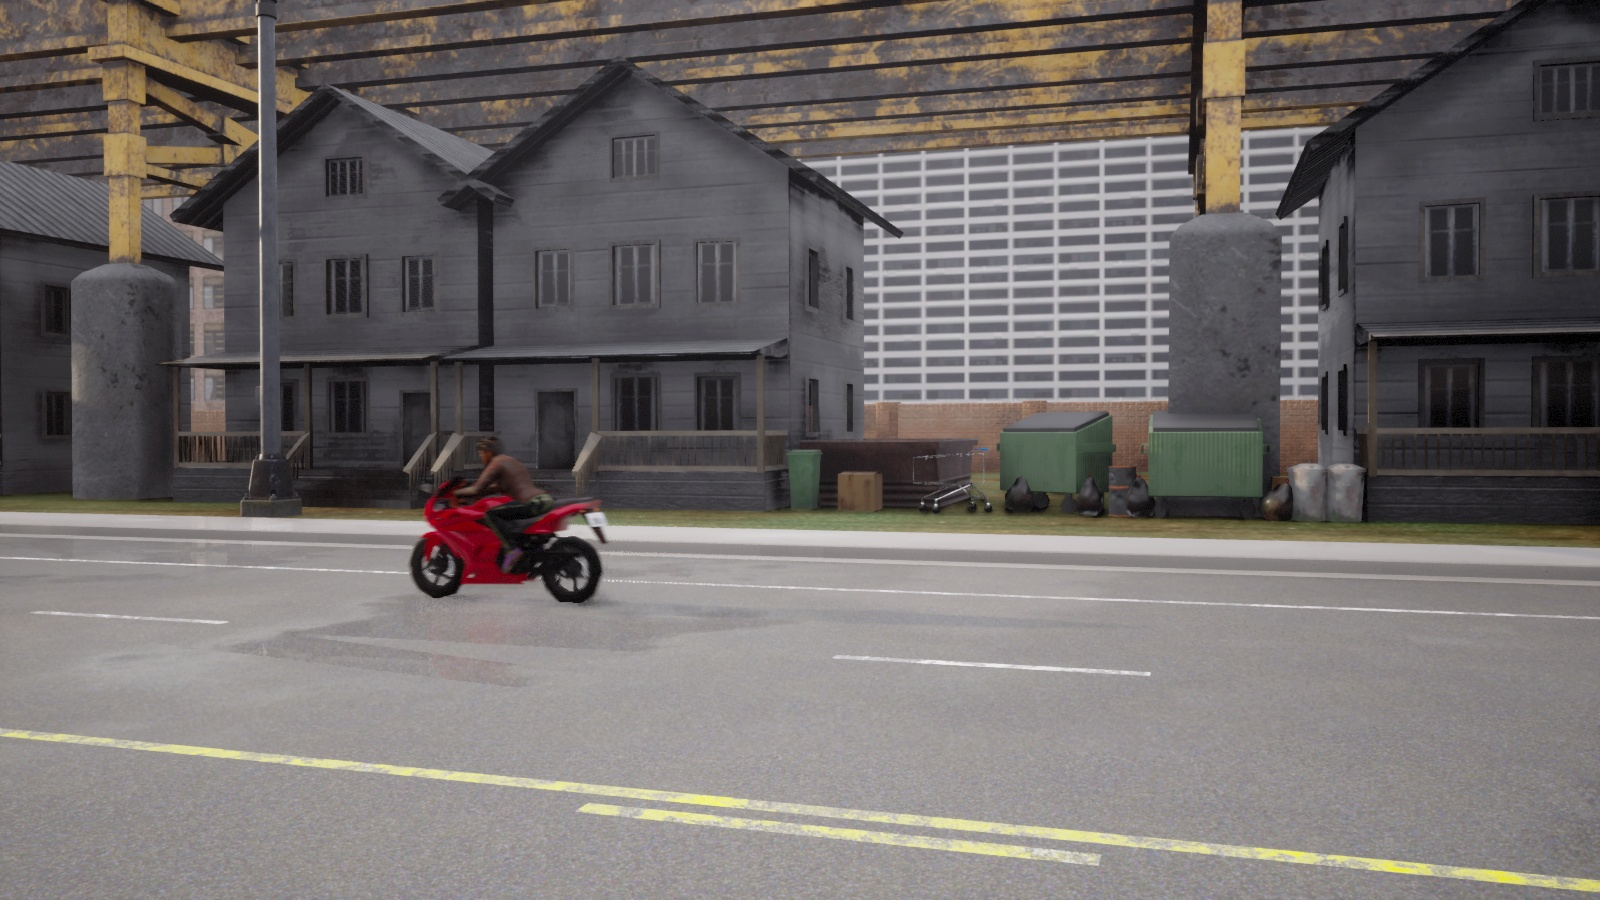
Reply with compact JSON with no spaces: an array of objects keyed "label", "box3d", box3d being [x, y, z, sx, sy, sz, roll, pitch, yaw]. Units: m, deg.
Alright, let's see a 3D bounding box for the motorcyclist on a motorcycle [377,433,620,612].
[{"label":"motorcyclist on a motorcycle","box3d":[-2.751,0.615,11.470,2.044,1.523,0.797,1,1,18]}]
